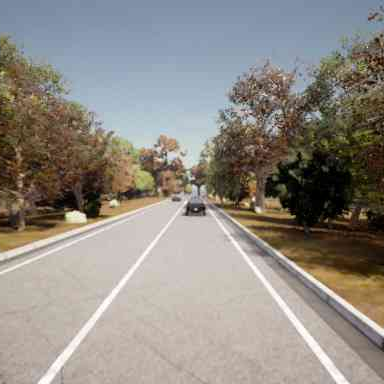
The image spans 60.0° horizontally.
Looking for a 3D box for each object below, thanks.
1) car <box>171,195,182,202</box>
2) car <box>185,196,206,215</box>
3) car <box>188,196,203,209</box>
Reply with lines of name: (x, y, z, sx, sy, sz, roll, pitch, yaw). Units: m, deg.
car: (-2.989, 1.320, 64.865, 1.895, 1.301, 4.718, 0, 1, 1)
car: (0.351, 1.372, 32.027, 1.882, 1.535, 5.008, 0, 0, 0)
car: (0.460, 1.352, 45.385, 1.837, 1.490, 4.892, 0, 1, 0)
